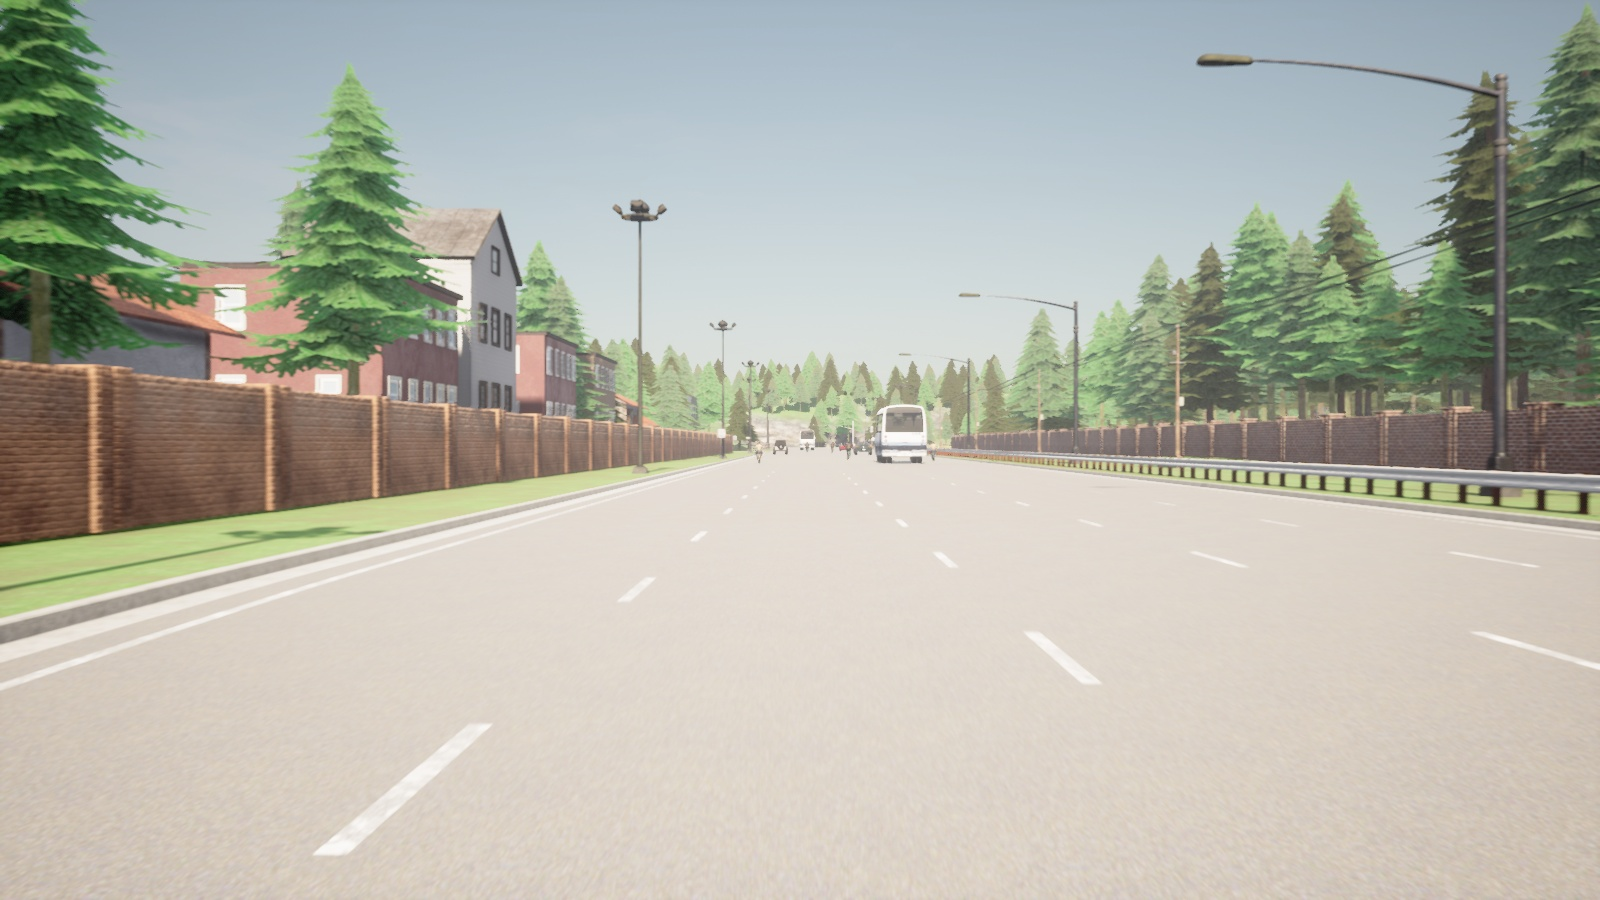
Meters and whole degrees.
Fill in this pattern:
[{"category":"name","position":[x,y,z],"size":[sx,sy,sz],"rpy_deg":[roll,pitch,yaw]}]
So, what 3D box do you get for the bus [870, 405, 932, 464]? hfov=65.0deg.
[{"category":"bus","position":[7.559,-1.151,95.487],"size":[3.944,4.253,10.273],"rpy_deg":[0,0,0]}]
